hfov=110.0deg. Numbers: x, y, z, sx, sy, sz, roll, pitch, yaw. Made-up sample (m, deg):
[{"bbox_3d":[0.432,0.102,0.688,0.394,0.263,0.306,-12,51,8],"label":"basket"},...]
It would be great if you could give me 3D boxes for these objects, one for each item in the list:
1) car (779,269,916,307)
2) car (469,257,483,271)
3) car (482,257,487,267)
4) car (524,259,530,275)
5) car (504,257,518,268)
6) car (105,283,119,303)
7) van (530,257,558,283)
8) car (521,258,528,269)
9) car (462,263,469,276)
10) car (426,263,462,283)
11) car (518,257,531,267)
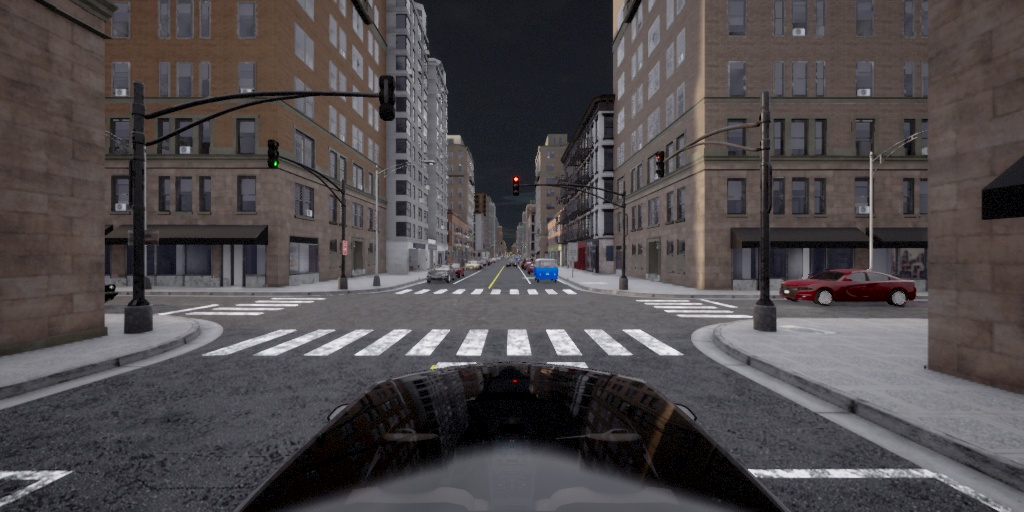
[{"bbox_3d":[14.621,1.327,15.801,5.008,1.535,1.882,1,0,0],"label":"car"},{"bbox_3d":[-5.496,1.278,50.464,1.751,1.417,4.829,0,0,0],"label":"car"},{"bbox_3d":[-5.509,1.316,56.316,1.948,1.339,4.313,0,0,0],"label":"car"},{"bbox_3d":[2.554,1.337,39.295,1.802,1.307,4.207,0,0,0],"label":"car"},{"bbox_3d":[-0.035,1.348,61.542,1.895,1.301,4.718,0,0,0],"label":"car"},{"bbox_3d":[-17.228,1.257,12.730,4.718,1.301,1.895,0,0,-2],"label":"car"},{"bbox_3d":[2.579,1.094,27.932,1.690,1.789,3.998,0,0,0],"label":"van"},{"bbox_3d":[2.528,1.335,50.658,1.802,1.307,4.207,0,0,0],"label":"car"},{"bbox_3d":[-5.459,1.299,33.587,1.888,1.381,4.507,0,0,0],"label":"car"},{"bbox_3d":[-5.446,1.304,27.906,2.007,1.370,4.403,0,0,0],"label":"car"},{"bbox_3d":[2.516,1.065,56.340,2.192,1.841,5.009,0,0,0],"label":"car"}]
